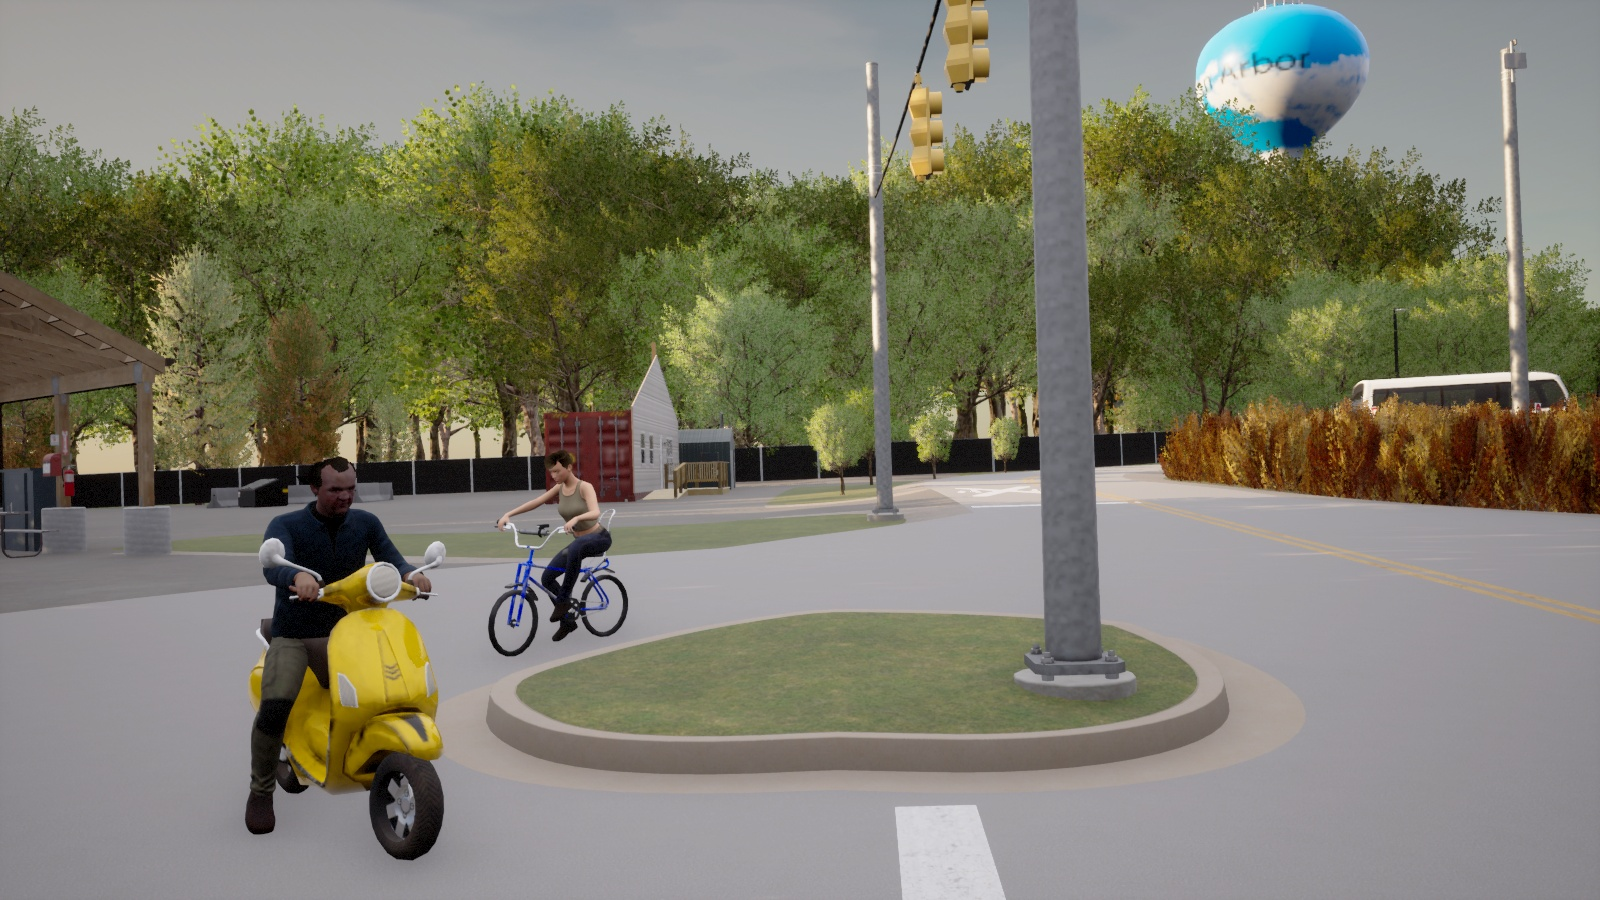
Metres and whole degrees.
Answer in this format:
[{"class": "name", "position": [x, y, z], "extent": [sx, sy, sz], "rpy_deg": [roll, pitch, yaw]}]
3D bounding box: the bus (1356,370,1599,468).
[{"class": "bus", "position": [34.399, -1.470, 64.040], "extent": [10.273, 4.253, 3.944], "rpy_deg": [-3, -3, 12]}]

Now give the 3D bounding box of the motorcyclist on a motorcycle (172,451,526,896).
[{"class": "motorcyclist on a motorcycle", "position": [-2.028, 0.809, 5.479], "extent": [0.866, 1.590, 1.817], "rpy_deg": [0, 0, -40]}]

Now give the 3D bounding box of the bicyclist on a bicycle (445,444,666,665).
[{"class": "bicyclist on a bicycle", "position": [-1.979, 0.793, 10.329], "extent": [0.866, 1.612, 1.509], "rpy_deg": [-1, 2, 39]}]
